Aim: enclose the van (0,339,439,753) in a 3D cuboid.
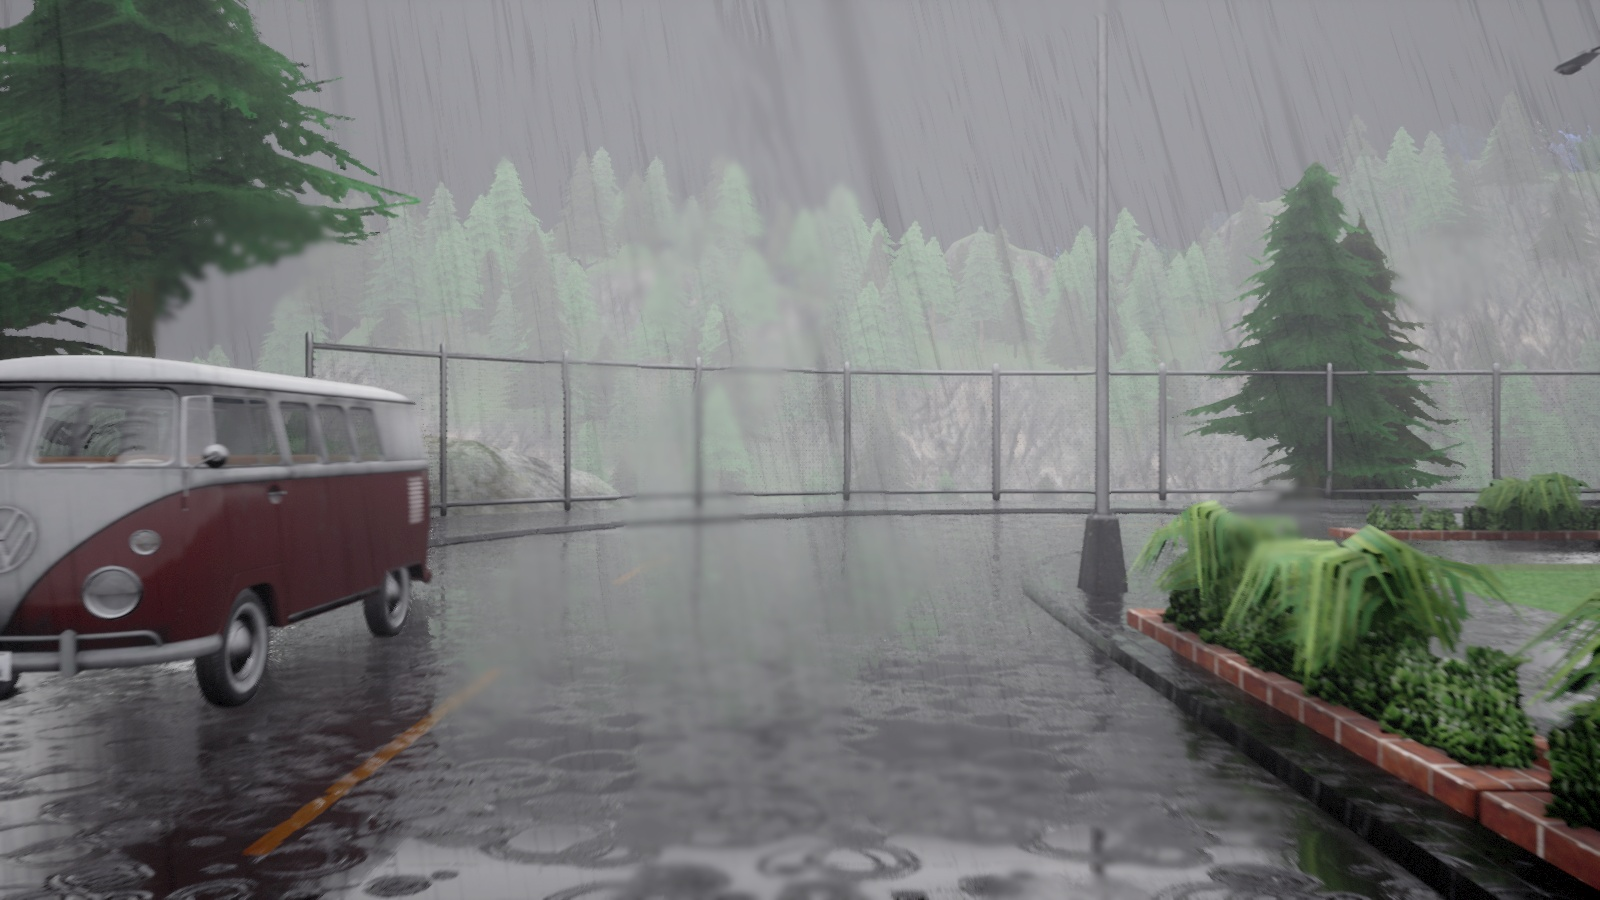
[{"bbox_3d":[-3.936,0.449,8.261,1.775,1.987,4.442,0,0,1],"label":"van"}]
